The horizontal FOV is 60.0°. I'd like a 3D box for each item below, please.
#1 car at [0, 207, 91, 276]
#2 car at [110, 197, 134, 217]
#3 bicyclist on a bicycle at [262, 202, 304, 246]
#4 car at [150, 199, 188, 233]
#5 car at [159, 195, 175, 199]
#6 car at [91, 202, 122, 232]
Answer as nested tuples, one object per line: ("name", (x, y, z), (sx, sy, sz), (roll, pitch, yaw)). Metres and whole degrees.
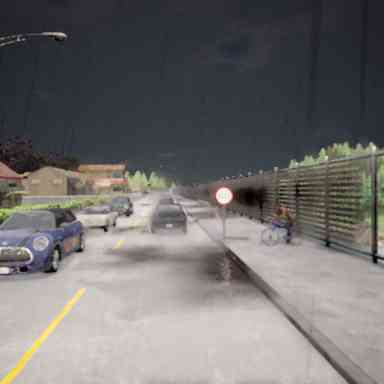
("car", (-4.859, 1.331, 10.431), (2.097, 1.767, 4.553), (-1, 0, -5))
("car", (-6.333, 1.209, 29.161), (2.097, 1.767, 4.553), (-1, 0, -4))
("bicyclist on a bicycle", (3.403, 1.215, 12.466), (1.656, 1.620, 0.582), (-1, 0, -5))
("car", (-1.300, 1.380, 18.665), (1.837, 1.490, 4.892), (-1, 0, -5))
("car", (-3.291, 1.223, 43.324), (1.837, 1.490, 4.892), (-1, 1, -4))
("car", (-5.577, 1.520, 19.492), (1.895, 1.301, 4.718), (-1, 0, -5))
